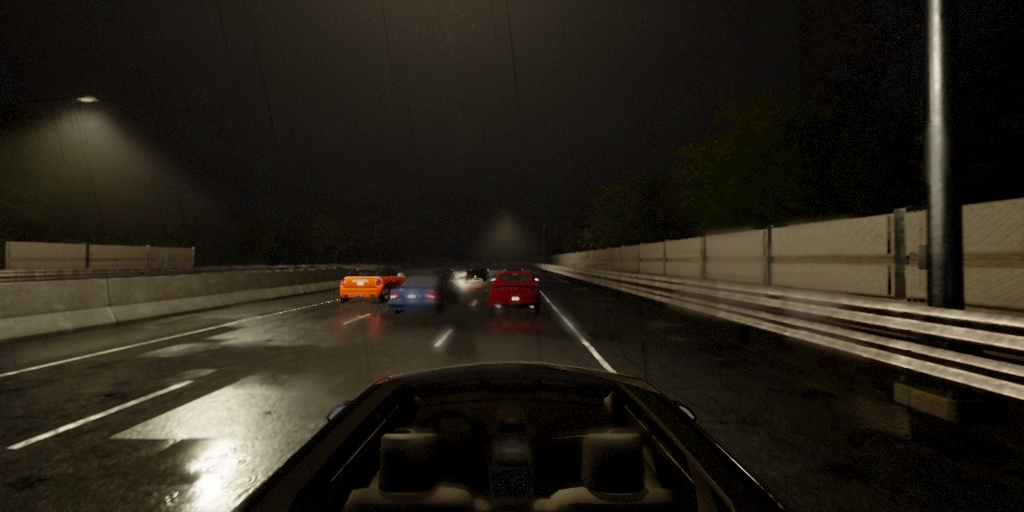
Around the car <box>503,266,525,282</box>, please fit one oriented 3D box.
[{"bbox_3d":[0.193,1.739,35.487,1.994,1.385,4.181,0,-1,0],"label":"car"}]

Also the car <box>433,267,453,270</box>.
[{"bbox_3d":[-6.808,1.733,35.071,1.994,1.385,4.181,0,-1,0],"label":"car"}]

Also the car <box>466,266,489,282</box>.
[{"bbox_3d":[-3.309,1.671,34.839,1.837,1.490,4.892,0,-1,0],"label":"car"}]

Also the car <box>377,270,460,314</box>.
[{"bbox_3d":[-3.371,1.454,14.640,2.033,1.411,5.357,0,-1,0],"label":"car"}]

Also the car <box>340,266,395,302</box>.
[{"bbox_3d":[-6.859,1.307,18.373,2.097,1.767,4.553,0,-1,0],"label":"car"}]

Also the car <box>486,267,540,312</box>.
[{"bbox_3d":[0.132,1.392,15.189,1.882,1.535,5.008,0,-1,0],"label":"car"}]
